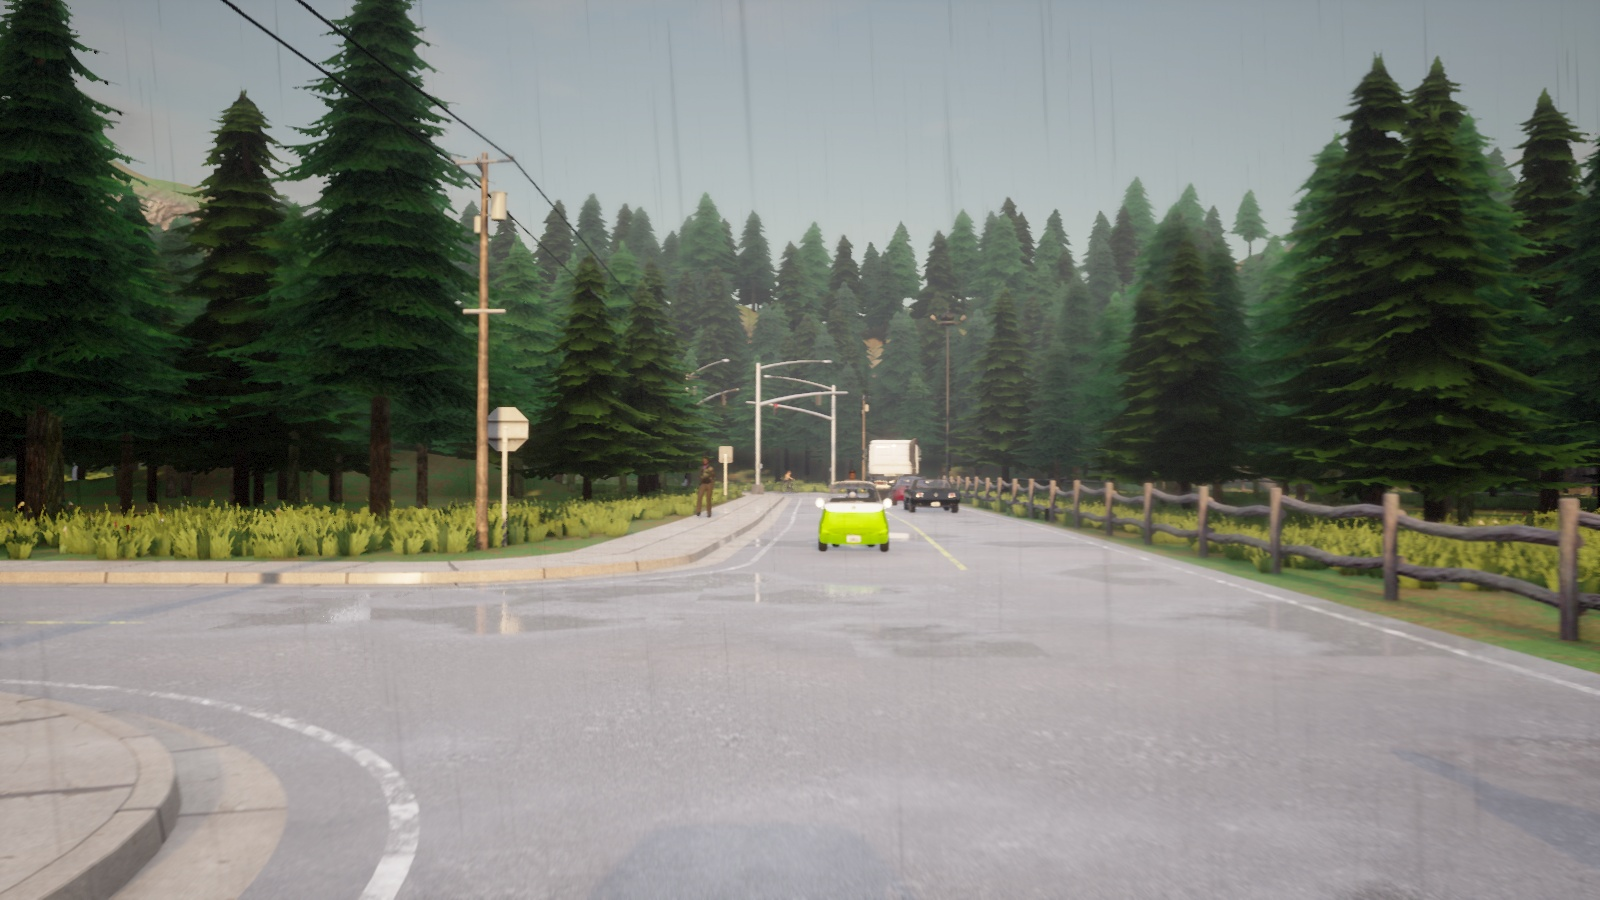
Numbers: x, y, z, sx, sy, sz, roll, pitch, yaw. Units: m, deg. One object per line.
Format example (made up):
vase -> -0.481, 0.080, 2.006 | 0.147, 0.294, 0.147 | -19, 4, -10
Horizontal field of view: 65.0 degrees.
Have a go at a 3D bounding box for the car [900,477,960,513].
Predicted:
car -> 5.040, 1.725, 49.168 | 1.895, 1.301, 4.718 | 0, -1, 0

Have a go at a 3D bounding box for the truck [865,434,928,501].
truck -> 5.232, 0.983, 69.520 | 2.891, 3.462, 7.936 | 0, -1, 0

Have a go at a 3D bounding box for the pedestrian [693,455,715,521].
pedestrian -> -2.834, 1.107, 36.991 | 0.395, 1.930, 0.692 | -1, -1, 20

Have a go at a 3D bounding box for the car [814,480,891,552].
car -> 1.050, 1.287, 25.210 | 1.481, 1.376, 2.207 | 0, -1, 2

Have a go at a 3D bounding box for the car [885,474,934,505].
car -> 5.142, 1.861, 59.501 | 1.994, 1.385, 4.181 | 0, -1, 1
